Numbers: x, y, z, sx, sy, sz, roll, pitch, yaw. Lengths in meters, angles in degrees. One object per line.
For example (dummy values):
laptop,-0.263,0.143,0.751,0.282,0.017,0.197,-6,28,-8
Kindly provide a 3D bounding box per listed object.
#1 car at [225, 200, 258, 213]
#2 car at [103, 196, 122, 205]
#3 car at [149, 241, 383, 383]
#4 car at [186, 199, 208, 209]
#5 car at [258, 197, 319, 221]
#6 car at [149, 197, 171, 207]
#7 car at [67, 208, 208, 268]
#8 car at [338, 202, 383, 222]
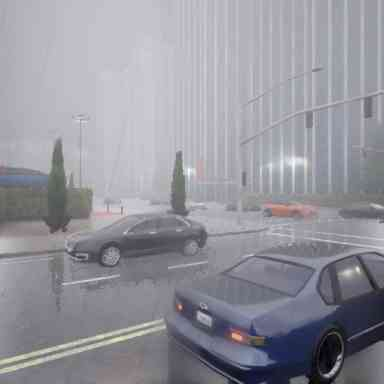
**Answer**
car,5.646,1.564,36.914,1.994,1.385,4.181,0,0,-36
car,-13.905,1.493,58.043,2.128,1.511,4.902,0,0,-35
car,2.203,1.547,5.375,5.357,1.411,2.033,0,0,-35
car,-0.086,1.526,38.893,1.812,1.442,4.674,0,0,-36
car,8.141,1.352,27.558,2.097,1.767,4.553,0,0,-36
car,-4.884,1.477,51.458,1.882,1.535,5.008,0,0,-36
car,-1.688,1.505,11.352,4.892,1.490,1.837,0,0,-35
car,13.763,1.525,25.821,1.812,1.442,4.674,0,0,-36
